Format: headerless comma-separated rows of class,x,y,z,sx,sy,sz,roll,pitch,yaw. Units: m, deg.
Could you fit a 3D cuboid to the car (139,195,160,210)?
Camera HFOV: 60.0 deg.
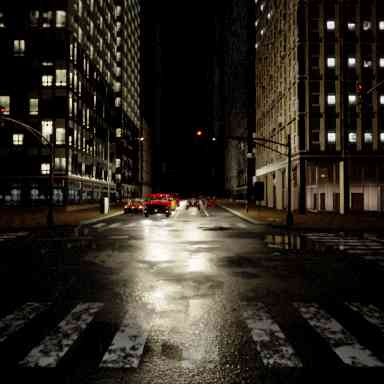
car,-5.626,1.332,44.907,2.192,1.841,5.009,1,0,0

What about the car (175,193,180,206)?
car,-3.038,1.241,52.012,2.150,2.045,5.566,0,0,0

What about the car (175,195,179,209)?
car,-3.056,1.493,41.513,1.882,1.535,5.008,0,0,0

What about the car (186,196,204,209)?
car,0.143,1.564,44.938,2.033,1.411,5.357,0,0,0

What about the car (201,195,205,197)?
car,2.762,1.547,56.286,1.752,1.417,4.829,1,0,0

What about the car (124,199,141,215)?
car,-5.640,1.453,33.756,1.967,1.590,4.097,1,0,0

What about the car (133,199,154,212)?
car,-5.637,1.597,39.332,1.802,1.307,4.206,1,0,0

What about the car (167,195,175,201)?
car,-5.585,1.587,89.508,2.008,1.369,4.403,1,0,0

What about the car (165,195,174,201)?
car,-5.591,1.578,83.933,1.887,1.381,4.507,1,0,0

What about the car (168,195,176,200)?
car,-5.580,1.605,95.083,1.947,1.339,4.313,1,0,0

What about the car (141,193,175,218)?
car,-3.062,1.233,31.086,2.150,2.045,5.566,0,0,0

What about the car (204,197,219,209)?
car,2.749,1.599,44.960,1.802,1.307,4.206,1,0,0

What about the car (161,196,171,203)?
car,-5.602,1.573,72.782,1.887,1.381,4.507,1,0,0

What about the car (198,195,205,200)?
car,2.801,1.584,95.156,1.887,1.381,4.507,1,0,0
